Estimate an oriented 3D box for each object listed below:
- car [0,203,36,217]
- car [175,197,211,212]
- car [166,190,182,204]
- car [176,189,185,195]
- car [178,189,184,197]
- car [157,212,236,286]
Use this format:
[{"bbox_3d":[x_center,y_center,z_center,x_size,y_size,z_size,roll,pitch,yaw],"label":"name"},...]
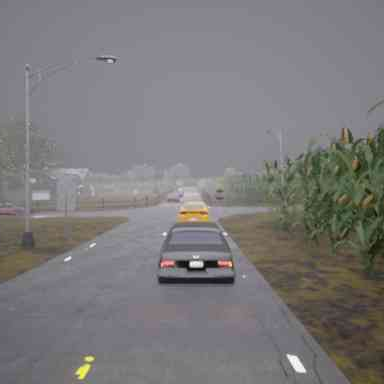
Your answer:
[{"bbox_3d":[-17.806,1.795,32.913,4.181,1.385,1.994,-1,1,0],"label":"car"},{"bbox_3d":[0.199,1.373,21.685,1.882,1.535,5.008,0,1,2],"label":"car"},{"bbox_3d":[-2.866,0.902,50.373,1.882,1.535,5.008,0,1,0],"label":"car"},{"bbox_3d":[-2.793,-0.023,80.839,2.033,1.411,5.357,0,2,0],"label":"car"},{"bbox_3d":[-2.789,0.382,67.982,1.882,1.535,5.008,0,2,0],"label":"car"},{"bbox_3d":[0.093,1.544,9.452,2.033,1.411,5.357,0,0,0],"label":"car"}]
